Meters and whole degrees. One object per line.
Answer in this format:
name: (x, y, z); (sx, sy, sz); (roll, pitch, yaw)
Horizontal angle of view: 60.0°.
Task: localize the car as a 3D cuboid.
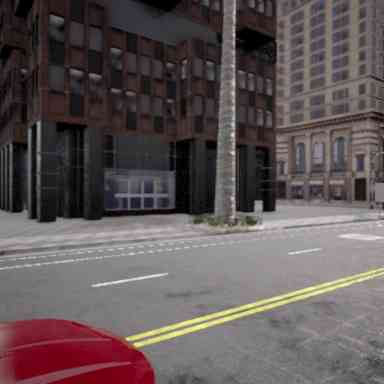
car: (-2.516, 1.463, 1.647); (5.008, 1.535, 1.882); (0, 0, -36)
